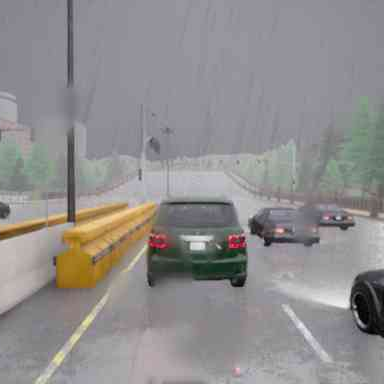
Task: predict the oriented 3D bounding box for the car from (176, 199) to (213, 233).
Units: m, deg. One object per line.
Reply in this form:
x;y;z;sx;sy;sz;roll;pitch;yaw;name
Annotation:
0.119;1.228;18.873;1.837;1.490;4.892;0;1;0;car

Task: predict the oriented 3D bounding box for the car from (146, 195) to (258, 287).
0.110;1.088;9.020;2.150;2.045;5.566;0;1;0;car

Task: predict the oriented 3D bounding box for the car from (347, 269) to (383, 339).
3.606;1.505;3.908;1.994;1.385;4.181;0;1;0;car

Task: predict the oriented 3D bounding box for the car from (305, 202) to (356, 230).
7.116;1.274;18.647;2.033;1.411;5.357;0;1;0;car

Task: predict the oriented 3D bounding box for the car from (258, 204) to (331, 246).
3.615;1.342;13.983;2.033;1.411;5.357;0;1;0;car
